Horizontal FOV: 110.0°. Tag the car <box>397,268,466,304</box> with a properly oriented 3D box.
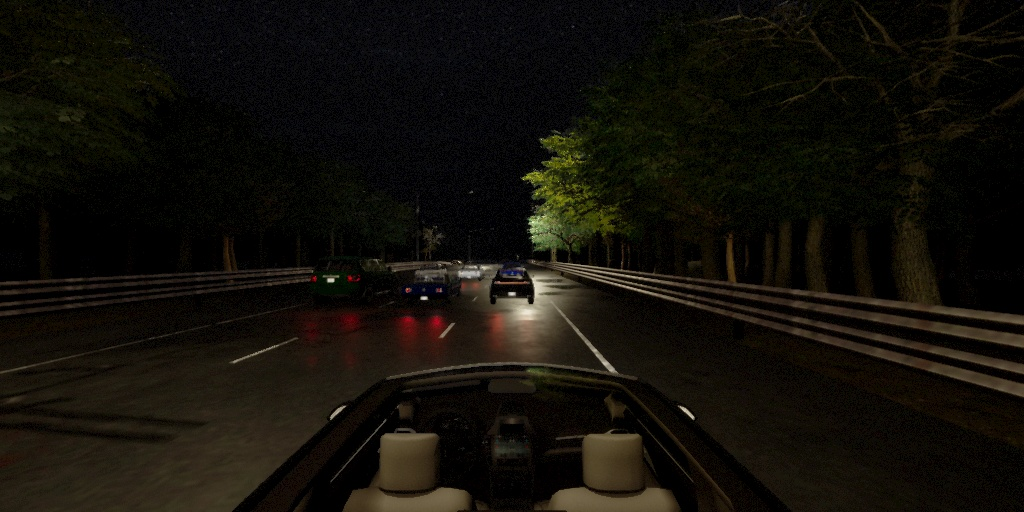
[{"bbox_3d":[-3.500,1.407,16.531,1.895,1.301,4.718,0,0,0],"label":"car"}]

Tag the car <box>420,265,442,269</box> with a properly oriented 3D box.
[{"bbox_3d":[-7.004,1.432,31.531,1.895,1.301,4.718,0,0,0],"label":"car"}]

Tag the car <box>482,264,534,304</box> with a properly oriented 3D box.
[{"bbox_3d":[0.000,1.286,16.502,2.128,1.511,4.902,0,0,0],"label":"car"}]

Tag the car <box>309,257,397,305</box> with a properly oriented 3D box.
[{"bbox_3d":[-7.000,1.048,16.533,2.150,2.045,5.566,0,0,0],"label":"car"}]

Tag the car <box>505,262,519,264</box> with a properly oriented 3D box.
[{"bbox_3d":[-0.001,1.299,31.492,1.882,1.535,5.008,0,1,0],"label":"car"}]

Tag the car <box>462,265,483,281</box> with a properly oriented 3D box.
[{"bbox_3d":[-3.494,1.426,31.528,1.895,1.301,4.718,0,0,0],"label":"car"}]
